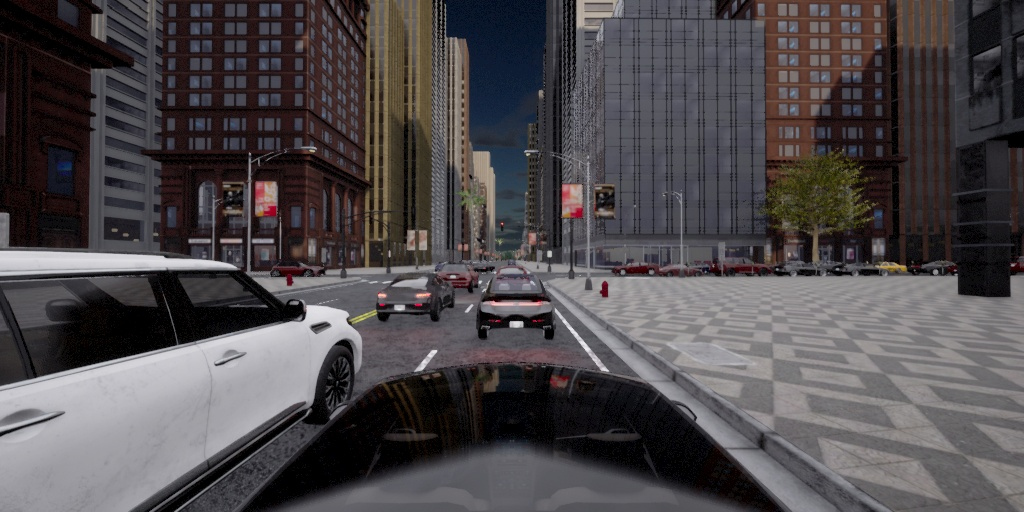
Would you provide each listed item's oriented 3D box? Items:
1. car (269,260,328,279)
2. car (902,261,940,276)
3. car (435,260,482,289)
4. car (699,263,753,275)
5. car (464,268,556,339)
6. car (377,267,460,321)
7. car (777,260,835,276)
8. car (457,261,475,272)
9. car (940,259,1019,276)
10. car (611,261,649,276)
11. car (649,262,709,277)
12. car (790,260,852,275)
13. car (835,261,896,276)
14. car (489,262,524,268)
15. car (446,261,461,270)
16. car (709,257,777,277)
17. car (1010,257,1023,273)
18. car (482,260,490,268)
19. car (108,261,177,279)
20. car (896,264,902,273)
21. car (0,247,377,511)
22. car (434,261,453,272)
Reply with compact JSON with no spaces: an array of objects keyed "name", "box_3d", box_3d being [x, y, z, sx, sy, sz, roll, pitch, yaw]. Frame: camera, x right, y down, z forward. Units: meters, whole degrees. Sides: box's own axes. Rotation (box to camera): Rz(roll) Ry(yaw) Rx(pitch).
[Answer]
[{"name":"car","box_3d":[-20.754,1.271,34.973,4.553,1.767,2.097,0,-1,-1]},{"name":"car","box_3d":[42.828,1.206,36.009,4.892,1.490,1.837,0,-1,-1]},{"name":"car","box_3d":[-3.163,1.141,21.356,2.097,1.767,4.553,0,0,0]},{"name":"car","box_3d":[23.156,1.389,38.835,4.718,1.301,1.895,0,-1,-1]},{"name":"car","box_3d":[0.093,1.248,10.066,2.128,1.511,4.902,0,0,0]},{"name":"car","box_3d":[-3.158,1.287,12.376,1.812,1.442,4.674,0,0,0]},{"name":"car","box_3d":[26.568,1.275,33.118,4.313,1.339,1.948,0,0,-1]},{"name":"car","box_3d":[-6.636,1.462,52.188,2.128,1.511,4.902,0,0,0]},{"name":"car","box_3d":[43.481,1.214,33.394,4.507,1.381,1.888,0,0,-1]},{"name":"car","box_3d":[13.239,1.298,38.687,5.008,1.535,1.882,0,-1,-2]},{"name":"car","box_3d":[15.292,1.327,32.934,4.207,1.307,1.802,0,0,-1]},{"name":"car","box_3d":[33.566,1.251,38.998,4.902,1.511,2.128,0,-1,-1]},{"name":"car","box_3d":[32.205,1.260,33.210,4.313,1.339,1.948,0,0,-1]},{"name":"car","box_3d":[-0.014,1.260,19.567,1.882,1.535,5.008,0,0,0]},{"name":"car","box_3d":[-9.872,1.557,60.833,1.812,1.442,4.674,0,0,0]},{"name":"car","box_3d":[20.931,1.041,33.026,5.009,1.841,2.192,0,0,-1]},{"name":"car","box_3d":[49.119,0.973,33.486,5.009,1.841,2.192,0,0,-1]},{"name":"car","box_3d":[-3.471,1.528,45.358,1.895,1.301,4.718,0,0,11]},{"name":"car","box_3d":[-35.895,1.338,34.939,4.553,1.767,2.097,0,-1,0]},{"name":"car","box_3d":[43.178,1.295,41.915,4.829,1.417,1.751,0,0,-1]},{"name":"car","box_3d":[-3.155,0.972,2.597,2.150,2.045,5.566,0,0,0]},{"name":"car","box_3d":[-9.876,1.495,51.910,1.812,1.442,4.674,0,0,0]}]
